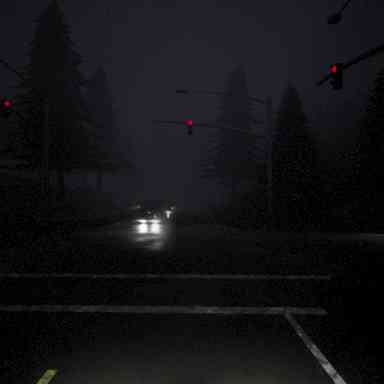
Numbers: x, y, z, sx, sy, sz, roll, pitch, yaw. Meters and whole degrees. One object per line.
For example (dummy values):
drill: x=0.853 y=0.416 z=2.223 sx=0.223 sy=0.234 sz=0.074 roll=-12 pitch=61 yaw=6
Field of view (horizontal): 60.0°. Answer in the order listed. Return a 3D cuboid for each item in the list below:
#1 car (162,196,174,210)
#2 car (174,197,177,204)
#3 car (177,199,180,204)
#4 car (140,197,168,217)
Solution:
car: x=-3.646 y=1.478 z=42.023 sx=1.882 sy=1.535 sz=5.008 roll=0 pitch=0 yaw=0
car: x=-4.533 y=1.488 z=54.221 sx=2.128 sy=1.511 sz=4.902 roll=0 pitch=0 yaw=-19
car: x=-4.100 y=1.564 z=61.663 sx=1.994 sy=1.385 sz=4.181 roll=0 pitch=0 yaw=-39
car: x=-3.654 y=1.491 z=30.819 sx=2.128 sy=1.511 sz=4.902 roll=0 pitch=0 yaw=0
